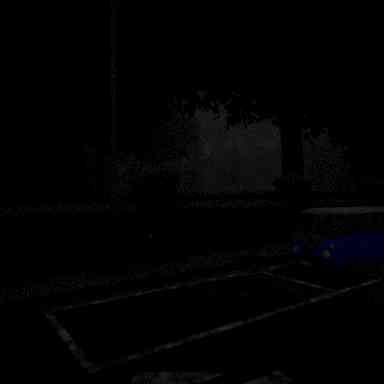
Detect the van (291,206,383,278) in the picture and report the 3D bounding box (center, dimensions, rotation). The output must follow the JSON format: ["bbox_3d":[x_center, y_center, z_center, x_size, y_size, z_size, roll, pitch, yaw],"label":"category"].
[{"bbox_3d":[4.648,1.337,9.853,3.998,1.788,1.690,0,0,-35],"label":"van"}]
